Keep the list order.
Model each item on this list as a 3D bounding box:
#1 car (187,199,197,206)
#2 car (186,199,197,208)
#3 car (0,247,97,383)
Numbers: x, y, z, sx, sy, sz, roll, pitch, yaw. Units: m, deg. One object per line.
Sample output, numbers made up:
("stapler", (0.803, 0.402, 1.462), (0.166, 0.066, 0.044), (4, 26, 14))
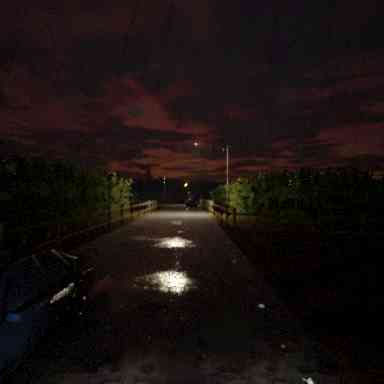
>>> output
("car", (-0.054, 2.199, 68.519), (1.994, 1.385, 4.181), (0, -1, 0))
("car", (-0.046, 2.043, 58.476), (1.994, 1.385, 4.181), (0, -1, 0))
("car", (-2.846, 1.548, 4.564), (2.033, 1.411, 5.357), (0, 0, 0))
